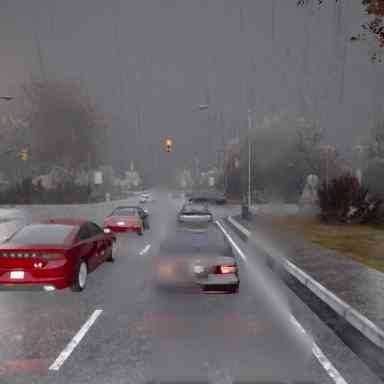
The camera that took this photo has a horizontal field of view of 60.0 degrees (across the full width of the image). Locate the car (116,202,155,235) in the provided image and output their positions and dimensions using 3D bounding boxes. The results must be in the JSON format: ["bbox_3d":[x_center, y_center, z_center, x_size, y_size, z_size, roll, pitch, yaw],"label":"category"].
[{"bbox_3d":[-3.397,1.458,17.923,1.994,1.385,4.181,0,0,0],"label":"car"}]

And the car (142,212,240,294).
[{"bbox_3d":[0.101,1.516,8.863,2.033,1.411,5.357,0,0,0],"label":"car"}]

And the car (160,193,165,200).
[{"bbox_3d":[-7.046,0.962,65.351,2.128,1.511,4.902,0,1,0],"label":"car"}]

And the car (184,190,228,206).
[{"bbox_3d":[2.187,0.880,45.156,5.566,2.045,2.150,1,2,35],"label":"car"}]

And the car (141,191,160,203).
[{"bbox_3d":[-7.087,0.791,55.178,2.150,2.045,5.566,0,1,0],"label":"car"}]

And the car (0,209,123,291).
[{"bbox_3d":[-3.396,1.445,8.936,1.882,1.535,5.008,0,0,0],"label":"car"}]

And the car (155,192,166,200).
[{"bbox_3d":[-7.114,0.872,75.739,2.128,1.511,4.902,0,1,-1],"label":"car"}]

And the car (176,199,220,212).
[{"bbox_3d":[0.131,1.380,18.556,2.128,1.511,4.902,0,0,-1],"label":"car"}]

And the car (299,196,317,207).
[{"bbox_3d":[16.299,1.199,43.265,4.674,1.442,1.812,0,1,-4],"label":"car"}]

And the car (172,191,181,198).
[{"bbox_3d":[-4.003,0.720,86.388,2.128,1.511,4.902,0,1,-4],"label":"car"}]

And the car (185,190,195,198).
[{"bbox_3d":[-0.480,0.426,86.064,2.150,2.045,5.566,0,1,-4],"label":"car"}]
